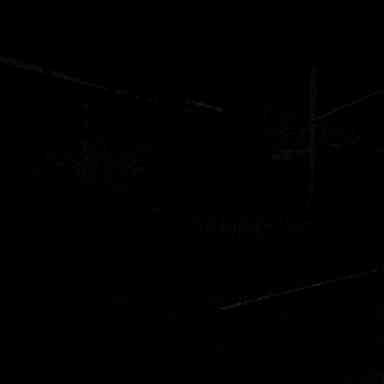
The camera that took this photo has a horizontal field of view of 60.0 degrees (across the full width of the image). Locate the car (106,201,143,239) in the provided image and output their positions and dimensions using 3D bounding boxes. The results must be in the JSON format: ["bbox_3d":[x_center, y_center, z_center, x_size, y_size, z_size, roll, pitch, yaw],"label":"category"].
[{"bbox_3d":[-4.324,1.448,18.358,1.905,1.878,3.866,1,0,-36],"label":"car"}]

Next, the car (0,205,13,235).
[{"bbox_3d":[-11.453,1.523,18.621,2.242,1.667,4.611,1,0,-36],"label":"car"}]
